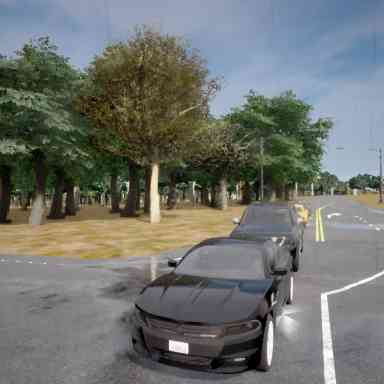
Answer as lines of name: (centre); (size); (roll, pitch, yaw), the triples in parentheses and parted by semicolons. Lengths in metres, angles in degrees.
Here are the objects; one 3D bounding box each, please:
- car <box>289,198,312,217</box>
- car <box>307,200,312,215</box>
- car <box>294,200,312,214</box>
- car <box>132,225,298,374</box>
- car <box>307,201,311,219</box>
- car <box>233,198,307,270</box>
car: (11.408, 1.562, 34.848); (2.097, 1.767, 4.553); (-1, 0, 21)
car: (9.368, 1.723, 29.477); (1.812, 1.442, 4.674); (-1, 0, 21)
car: (13.416, 1.747, 40.053); (1.812, 1.442, 4.674); (-1, 0, 21)
car: (0.758, 1.612, 6.195); (1.882, 1.535, 5.008); (-1, -2, 21)
car: (7.296, 1.663, 23.978); (1.882, 1.535, 5.008); (-1, 0, 21)
car: (2.893, 1.459, 12.330); (2.150, 2.045, 5.566); (-2, 0, 21)
